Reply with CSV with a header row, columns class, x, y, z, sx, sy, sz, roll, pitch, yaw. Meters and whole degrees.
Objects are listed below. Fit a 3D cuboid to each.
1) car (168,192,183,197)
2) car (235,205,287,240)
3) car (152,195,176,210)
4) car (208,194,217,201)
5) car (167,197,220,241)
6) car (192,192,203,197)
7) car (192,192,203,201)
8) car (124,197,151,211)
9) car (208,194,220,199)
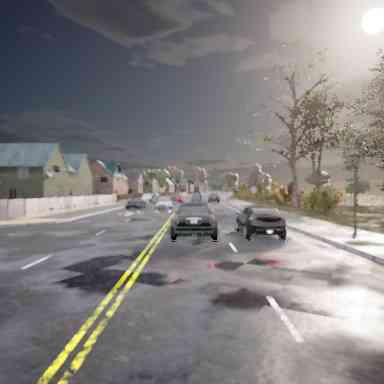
class,x,y,z,sx,sy,sz,roll,pitch,yaw
car,-2.762,0.972,56.421,2.150,2.045,5.566,0,0,2
car,3.343,1.436,16.685,1.837,1.490,4.892,0,0,0
car,-3.223,1.360,39.042,1.812,1.442,4.674,0,0,1
car,4.404,1.118,70.996,1.895,1.301,4.718,0,0,3
car,0.092,1.285,16.334,2.097,1.767,4.553,0,0,0
car,0.785,1.272,61.318,2.033,1.411,5.357,0,0,3
car,1.155,0.881,71.094,2.097,1.767,4.553,0,0,3
car,-6.482,1.383,38.949,2.033,1.411,5.357,0,0,1
car,4.039,1.074,61.286,2.097,1.767,4.553,0,0,3
